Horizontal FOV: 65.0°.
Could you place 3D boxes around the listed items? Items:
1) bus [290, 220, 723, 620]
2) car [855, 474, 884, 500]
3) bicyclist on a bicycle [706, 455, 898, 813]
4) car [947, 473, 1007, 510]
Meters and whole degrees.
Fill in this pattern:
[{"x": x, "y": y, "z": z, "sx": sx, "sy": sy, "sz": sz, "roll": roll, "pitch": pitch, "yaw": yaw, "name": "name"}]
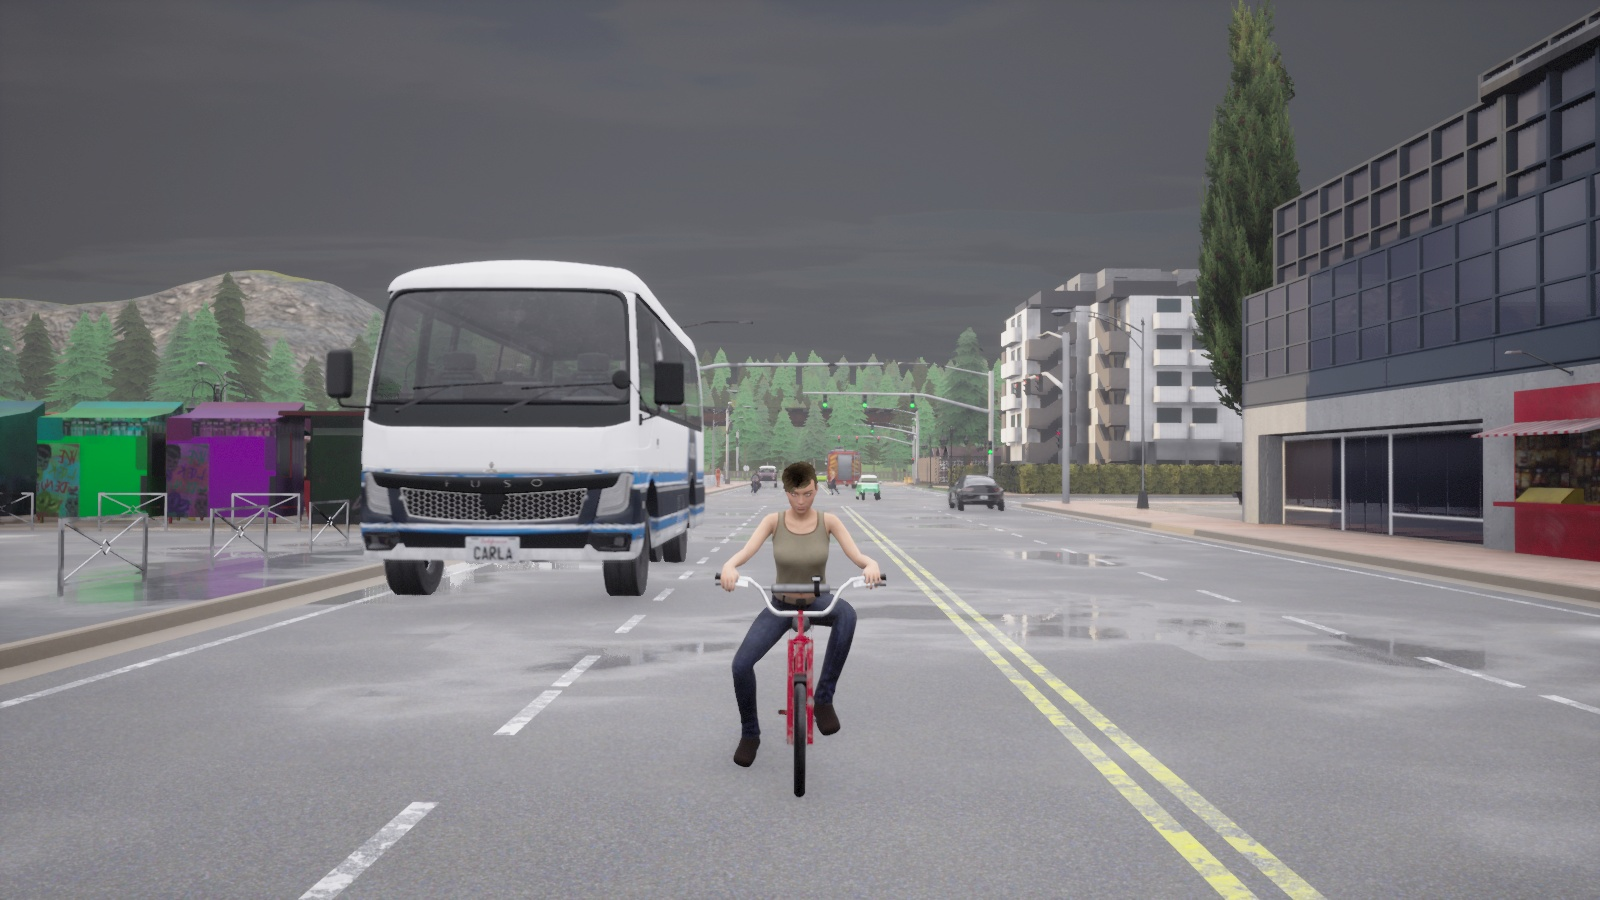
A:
[{"x": -3.442, "y": -0.238, "z": 18.518, "sx": 3.944, "sy": 4.253, "sz": 10.273, "roll": 0, "pitch": -1, "yaw": 0, "name": "bus"}, {"x": 3.783, "y": 2.008, "z": 68.897, "sx": 1.481, "sy": 1.376, "sz": 2.207, "roll": 0, "pitch": -1, "yaw": 0, "name": "car"}, {"x": 0.010, "y": 0.858, "z": 6.455, "sx": 0.866, "sy": 1.612, "sz": 1.509, "roll": 0, "pitch": -2, "yaw": 0, "name": "bicyclist on a bicycle"}, {"x": 7.207, "y": 1.674, "z": 51.462, "sx": 1.812, "sy": 1.442, "sz": 4.674, "roll": 0, "pitch": -1, "yaw": 0, "name": "car"}]
